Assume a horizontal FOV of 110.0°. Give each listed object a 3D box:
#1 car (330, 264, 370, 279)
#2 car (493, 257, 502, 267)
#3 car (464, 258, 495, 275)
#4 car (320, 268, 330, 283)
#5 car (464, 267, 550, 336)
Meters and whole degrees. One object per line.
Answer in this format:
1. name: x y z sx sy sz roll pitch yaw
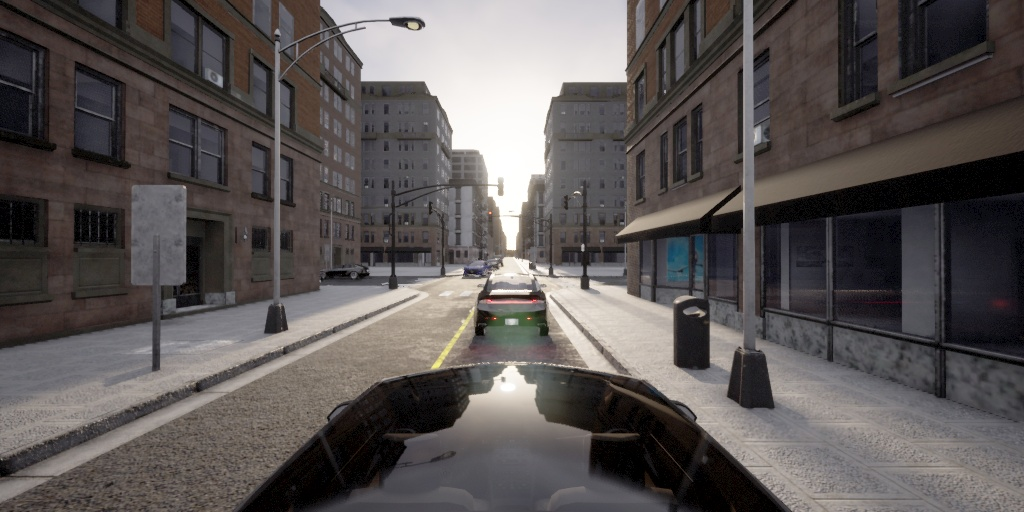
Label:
1. car: -14.772 1.330 31.517 4.313 1.339 1.948 0 0 0
2. car: -2.854 1.217 52.415 1.837 1.490 4.892 0 0 0
3. car: -3.342 1.212 35.566 1.882 1.535 5.008 0 0 8
4. car: -14.775 1.289 23.491 4.313 1.339 1.948 0 0 0
5. car: -0.002 1.242 10.349 2.128 1.511 4.902 0 0 0
